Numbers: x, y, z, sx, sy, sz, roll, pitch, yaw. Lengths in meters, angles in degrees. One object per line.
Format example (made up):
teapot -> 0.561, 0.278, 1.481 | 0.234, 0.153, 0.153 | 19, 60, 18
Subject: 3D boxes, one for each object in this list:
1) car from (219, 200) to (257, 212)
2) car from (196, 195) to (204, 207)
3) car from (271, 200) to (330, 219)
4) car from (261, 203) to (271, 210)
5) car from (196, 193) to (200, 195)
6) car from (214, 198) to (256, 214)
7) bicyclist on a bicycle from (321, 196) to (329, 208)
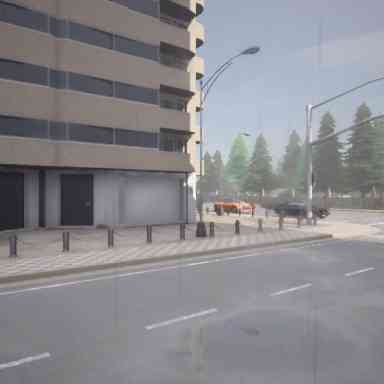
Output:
car -> 5.619, 1.656, 41.023 | 1.895, 1.301, 4.718 | 0, 0, -36
car -> -0.359, 1.619, 49.329 | 1.994, 1.385, 4.181 | 0, 0, -36
car -> 9.659, 1.656, 29.440 | 1.895, 1.301, 4.718 | 0, 0, -36
car -> 10.824, 1.603, 40.132 | 2.033, 1.411, 5.357 | 0, 0, -36
car -> -0.048, 1.277, 61.101 | 2.150, 2.045, 5.566 | 0, 0, -35
car -> 4.443, 1.407, 36.673 | 2.097, 1.767, 4.553 | 0, 0, -36
bicyclist on a bicycle -> 17.379, 1.356, 43.494 | 1.656, 1.620, 0.582 | 0, 0, -36
